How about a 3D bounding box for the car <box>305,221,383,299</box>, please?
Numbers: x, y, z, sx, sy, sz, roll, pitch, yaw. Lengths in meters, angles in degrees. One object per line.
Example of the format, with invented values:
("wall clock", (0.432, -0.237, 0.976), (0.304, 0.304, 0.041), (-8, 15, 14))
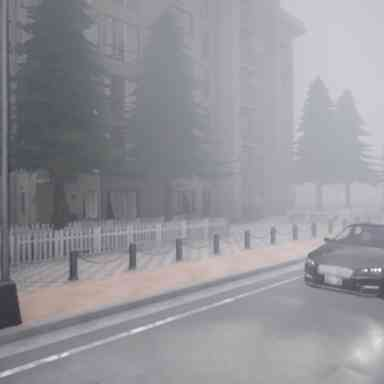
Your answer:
("car", (4.695, 1.538, 8.437), (4.902, 1.511, 2.128), (0, -1, -42))
